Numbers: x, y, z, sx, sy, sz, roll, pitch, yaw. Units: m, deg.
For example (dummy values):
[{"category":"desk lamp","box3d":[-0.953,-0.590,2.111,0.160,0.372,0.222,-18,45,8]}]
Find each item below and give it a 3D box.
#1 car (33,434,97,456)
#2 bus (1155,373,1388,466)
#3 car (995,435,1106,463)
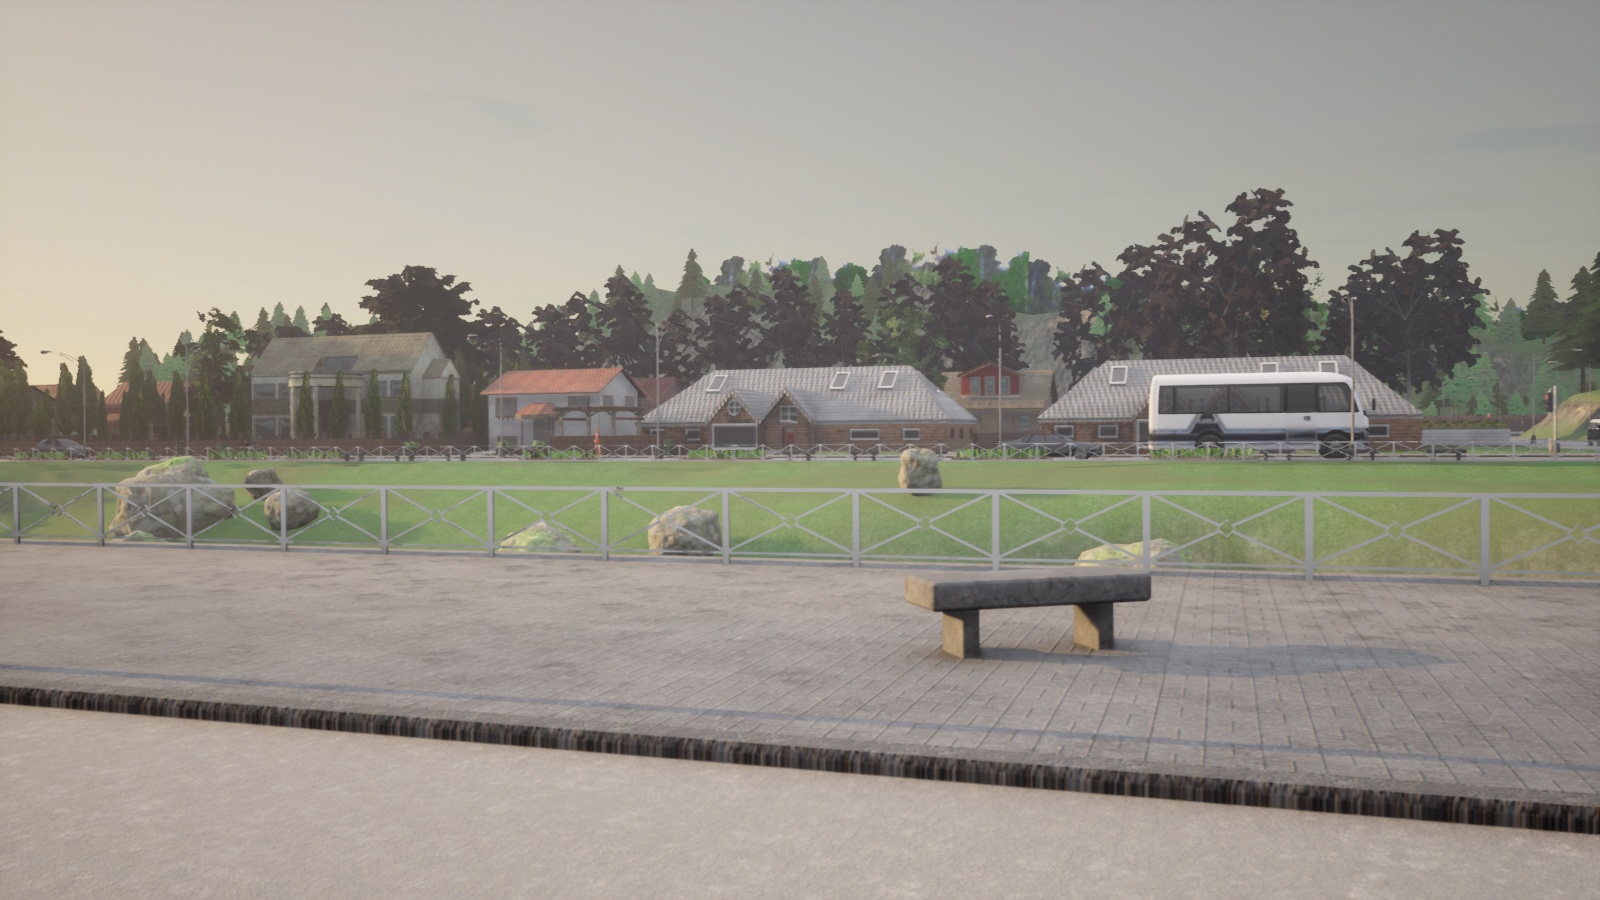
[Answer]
[{"category":"car","box3d":[-50.132,-0.354,85.639,3.633,1.501,1.845,0,1,19]},{"category":"bus","box3d":[22.706,-1.450,61.100,10.273,4.253,3.944,0,1,19]},{"category":"car","box3d":[12.876,-0.066,64.430,5.357,1.411,2.033,0,1,19]}]
